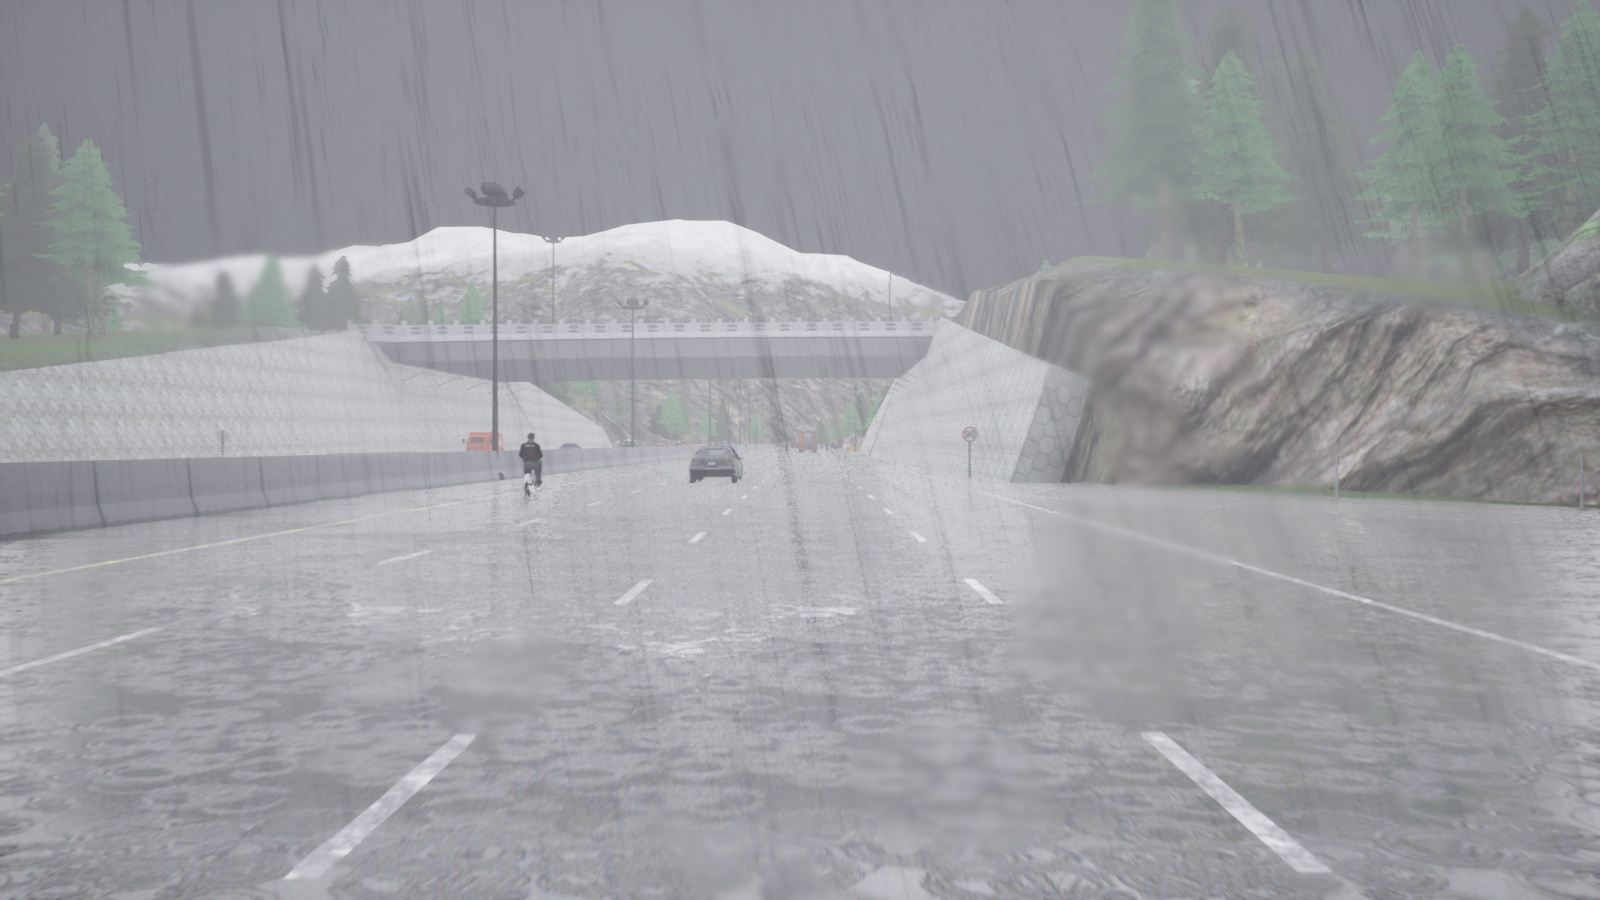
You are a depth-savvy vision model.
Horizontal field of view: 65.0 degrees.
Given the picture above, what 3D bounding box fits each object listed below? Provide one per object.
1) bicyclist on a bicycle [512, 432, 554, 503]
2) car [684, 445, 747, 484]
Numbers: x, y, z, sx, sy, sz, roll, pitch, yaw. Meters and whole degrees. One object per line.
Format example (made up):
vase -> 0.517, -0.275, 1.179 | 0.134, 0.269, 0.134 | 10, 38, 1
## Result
bicyclist on a bicycle -> -6.802, 0.431, 32.072 | 0.659, 1.776, 1.843 | 0, 0, 0
car -> -3.208, 0.517, 48.619 | 2.033, 1.411, 5.357 | 0, 0, 0
